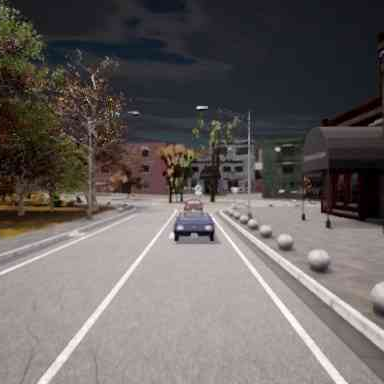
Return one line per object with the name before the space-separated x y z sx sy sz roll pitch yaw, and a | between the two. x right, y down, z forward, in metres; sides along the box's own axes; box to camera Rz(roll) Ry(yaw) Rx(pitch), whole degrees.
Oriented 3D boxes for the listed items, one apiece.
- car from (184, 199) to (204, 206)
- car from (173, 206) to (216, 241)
car | 0.211 1.401 31.756 1.812 1.442 4.674 0 1 2
car | 0.099 1.575 16.607 1.895 1.301 4.718 0 0 0
